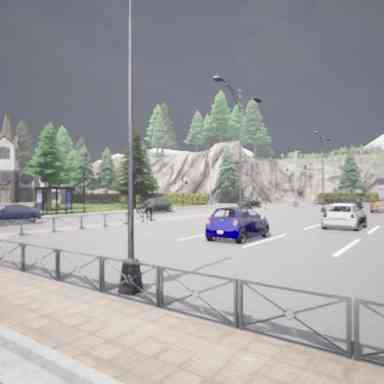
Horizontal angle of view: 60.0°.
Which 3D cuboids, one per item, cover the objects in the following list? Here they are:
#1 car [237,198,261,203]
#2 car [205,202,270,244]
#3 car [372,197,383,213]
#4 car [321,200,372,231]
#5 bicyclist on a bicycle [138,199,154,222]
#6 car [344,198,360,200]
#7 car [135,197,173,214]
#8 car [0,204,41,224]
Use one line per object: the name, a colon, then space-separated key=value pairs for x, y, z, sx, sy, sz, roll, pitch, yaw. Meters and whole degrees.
car: x=8.210 y=1.580 z=47.639 sx=2.128 sy=1.511 sz=4.902 roll=0 pitch=0 yaw=38
car: x=2.184 y=1.413 z=15.089 sx=1.845 sy=1.501 sz=3.633 roll=0 pitch=0 yaw=35
car: x=19.924 y=1.359 z=34.469 sx=2.152 sy=1.636 sz=5.027 roll=0 pitch=0 yaw=35
car: x=8.930 y=1.413 z=19.384 sx=1.970 sy=1.475 sz=3.806 roll=0 pitch=0 yaw=35
bicyclist on a bicycle: x=-3.412 y=1.375 z=24.649 sx=1.656 sy=1.620 sz=0.582 roll=-1 pitch=0 yaw=35
car: x=17.344 y=1.379 z=36.254 sx=2.007 sy=1.523 sz=4.514 roll=0 pitch=0 yaw=35
car: x=-4.168 y=1.452 z=36.577 sx=2.097 sy=1.767 sz=4.553 roll=0 pitch=0 yaw=35
car: x=-13.228 y=1.626 z=23.689 sx=1.812 sy=1.442 sz=4.674 roll=0 pitch=0 yaw=35
